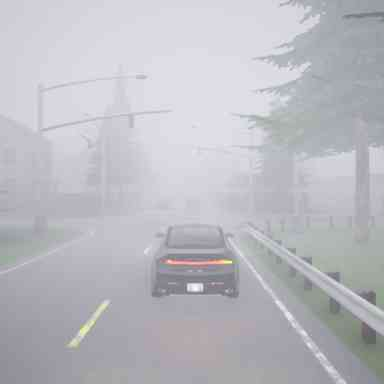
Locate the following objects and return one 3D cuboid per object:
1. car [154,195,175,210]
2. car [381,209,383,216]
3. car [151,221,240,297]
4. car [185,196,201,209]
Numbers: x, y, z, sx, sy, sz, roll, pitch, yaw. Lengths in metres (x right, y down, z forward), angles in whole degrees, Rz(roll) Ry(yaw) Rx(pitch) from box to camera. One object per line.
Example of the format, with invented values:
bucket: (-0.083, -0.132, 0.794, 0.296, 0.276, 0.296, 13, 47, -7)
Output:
car: (-3.525, 1.490, 41.726, 1.837, 1.490, 4.892, 0, 0, 0)
car: (17.897, 1.480, 26.744, 4.892, 1.490, 1.837, 0, 0, -1)
car: (0.078, 1.502, 8.533, 1.837, 1.490, 4.892, 0, 0, 0)
car: (0.173, 1.335, 46.301, 2.097, 1.767, 4.553, 0, 0, 0)
